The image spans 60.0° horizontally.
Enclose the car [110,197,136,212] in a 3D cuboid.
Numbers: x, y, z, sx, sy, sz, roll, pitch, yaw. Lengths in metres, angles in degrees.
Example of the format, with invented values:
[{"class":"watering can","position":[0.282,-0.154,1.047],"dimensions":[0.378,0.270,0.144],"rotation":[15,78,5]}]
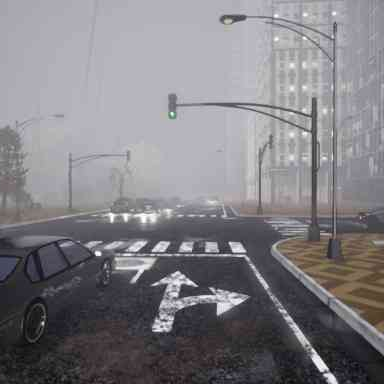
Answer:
[{"class":"car","position":[-7.793,1.350,38.103],"dimensions":[2.097,1.767,4.553],"rotation":[0,0,5]}]

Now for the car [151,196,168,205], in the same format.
[{"class":"car","position":[-5.920,1.554,60.739],"dimensions":[2.033,1.411,5.357],"rotation":[0,0,5]}]

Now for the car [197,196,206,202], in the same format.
[{"class":"car","position":[2.139,1.574,78.904],"dimensions":[1.994,1.385,4.181],"rotation":[0,0,5]}]

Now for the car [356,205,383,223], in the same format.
[{"class":"car","position":[14.404,1.392,22.960],"dimensions":[5.357,1.411,2.033],"rotation":[0,0,5]}]

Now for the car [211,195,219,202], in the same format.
[{"class":"car","position":[5.394,1.501,78.824],"dimensions":[1.882,1.535,5.008],"rotation":[0,0,5]}]

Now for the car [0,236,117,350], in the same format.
[{"class":"car","position":[-3.050,1.548,6.262],"dimensions":[2.033,1.411,5.357],"rotation":[0,0,5]}]

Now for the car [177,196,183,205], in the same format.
[{"class":"car","position":[-2.816,1.484,58.967],"dimensions":[1.882,1.535,5.008],"rotation":[0,0,5]}]

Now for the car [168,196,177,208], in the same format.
[{"class":"car","position":[-3.779,1.602,47.373],"dimensions":[1.895,1.301,4.718],"rotation":[0,0,5]}]

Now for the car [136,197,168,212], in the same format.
[{"class":"car","position":[-4.516,1.490,38.182],"dimensions":[2.128,1.511,4.902],"rotation":[0,0,4]}]

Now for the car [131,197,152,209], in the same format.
[{"class":"car","position":[-7.054,1.477,47.181],"dimensions":[1.882,1.535,5.008],"rotation":[0,0,5]}]
